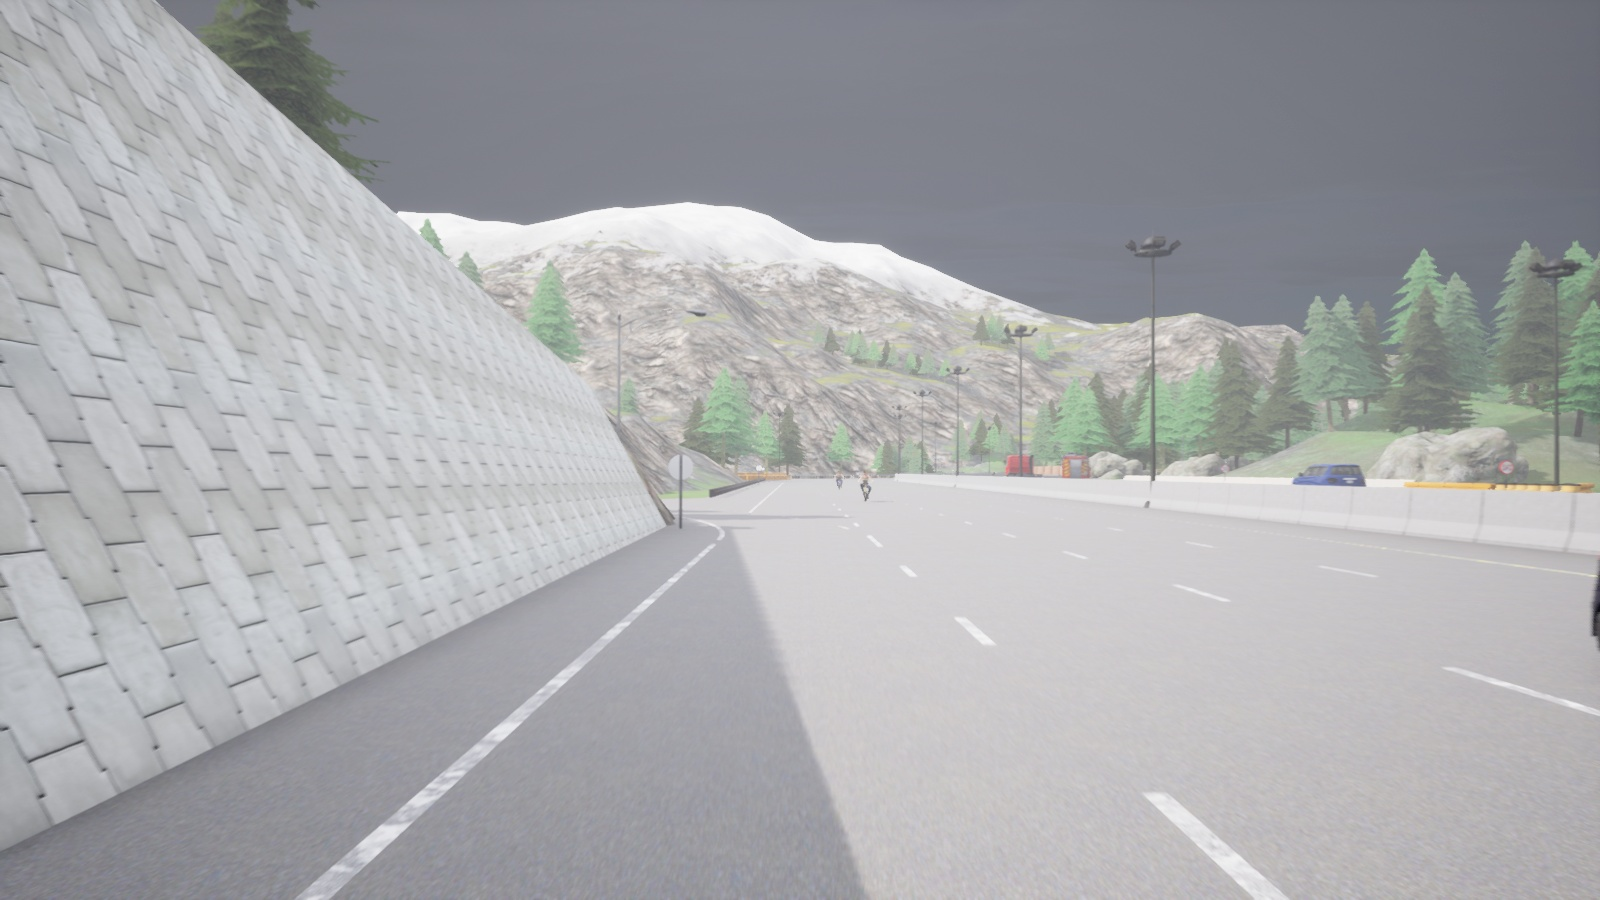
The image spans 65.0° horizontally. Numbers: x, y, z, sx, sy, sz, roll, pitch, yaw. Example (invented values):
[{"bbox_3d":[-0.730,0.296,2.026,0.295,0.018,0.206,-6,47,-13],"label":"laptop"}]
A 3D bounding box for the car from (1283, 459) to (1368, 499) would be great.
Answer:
[{"bbox_3d":[27.837,1.534,66.695,2.150,2.045,5.566,0,-1,0],"label":"car"}]

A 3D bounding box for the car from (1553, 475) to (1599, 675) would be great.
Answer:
[{"bbox_3d":[6.980,0.936,8.267,1.845,1.501,3.633,0,-1,0],"label":"car"}]
